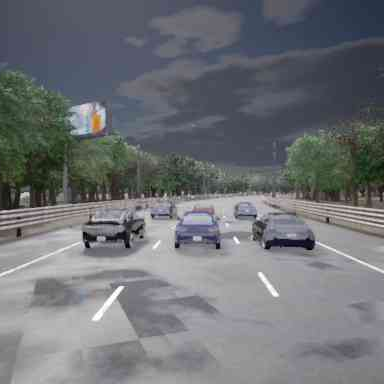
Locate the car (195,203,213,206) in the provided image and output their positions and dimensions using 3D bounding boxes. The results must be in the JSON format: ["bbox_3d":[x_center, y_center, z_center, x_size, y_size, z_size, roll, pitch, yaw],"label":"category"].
[{"bbox_3d":[1.086,1.617,29.256,1.895,1.301,4.718,0,0,4],"label":"car"}]

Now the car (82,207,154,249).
[{"bbox_3d":[-3.227,1.493,14.570,2.128,1.511,4.902,0,0,2],"label":"car"}]

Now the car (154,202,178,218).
[{"bbox_3d":[-2.407,1.564,29.482,2.033,1.411,5.357,0,0,4],"label":"car"}]

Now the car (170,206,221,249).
[{"bbox_3d":[0.271,1.531,14.441,1.812,1.442,4.674,0,0,2],"label":"car"}]

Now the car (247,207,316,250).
[{"bbox_3d":[3.768,1.571,14.313,1.994,1.385,4.181,0,0,2],"label":"car"}]

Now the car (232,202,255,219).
[{"bbox_3d":[4.575,1.564,28.970,2.033,1.411,5.357,0,0,4],"label":"car"}]
